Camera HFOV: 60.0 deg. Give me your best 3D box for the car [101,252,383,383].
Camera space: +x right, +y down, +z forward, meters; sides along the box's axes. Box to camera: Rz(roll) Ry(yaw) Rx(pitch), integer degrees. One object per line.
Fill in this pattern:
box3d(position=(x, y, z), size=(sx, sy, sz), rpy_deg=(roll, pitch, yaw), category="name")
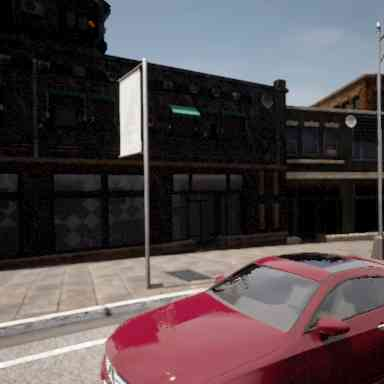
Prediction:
box3d(position=(1.311, 1.539, 4.028), size=(4.674, 1.442, 1.812), rpy_deg=(0, 0, -29), category="car")
